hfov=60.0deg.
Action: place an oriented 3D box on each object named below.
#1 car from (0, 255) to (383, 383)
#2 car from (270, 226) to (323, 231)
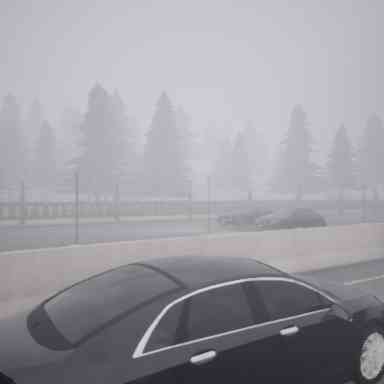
[{"bbox_3d":[0.388,1.514,3.807,4.892,1.490,1.837,1,0,-33],"label":"car"},{"bbox_3d":[5.791,1.601,19.435,4.674,1.442,1.812,0,0,-29],"label":"car"}]
